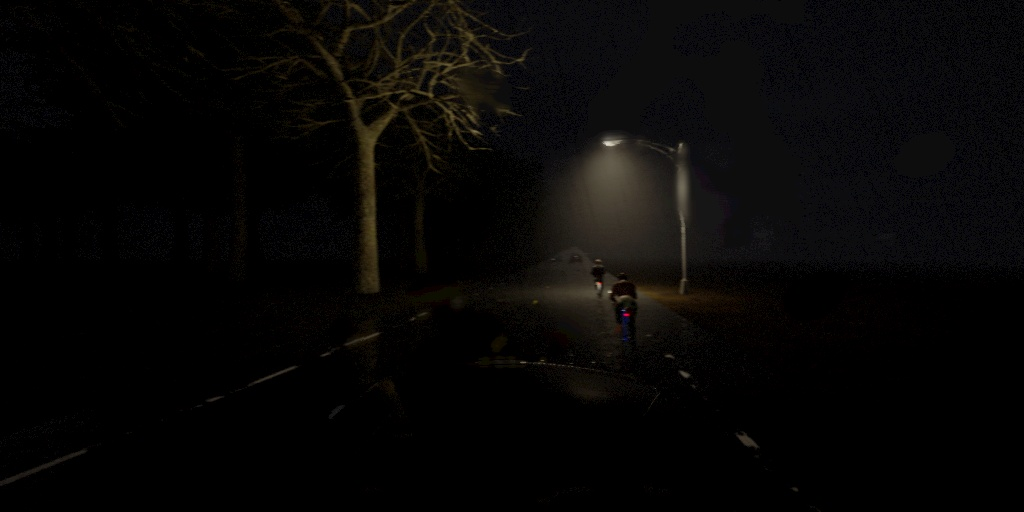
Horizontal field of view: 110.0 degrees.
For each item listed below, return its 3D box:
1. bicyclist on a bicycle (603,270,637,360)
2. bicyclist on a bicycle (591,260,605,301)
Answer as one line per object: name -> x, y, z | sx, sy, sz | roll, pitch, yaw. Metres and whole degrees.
bicyclist on a bicycle -> 2.283, 1.164, 7.271 | 0.582, 1.620, 1.656 | -1, 0, 10
bicyclist on a bicycle -> 3.790, 1.046, 15.759 | 0.659, 1.776, 1.843 | -1, 0, 10
